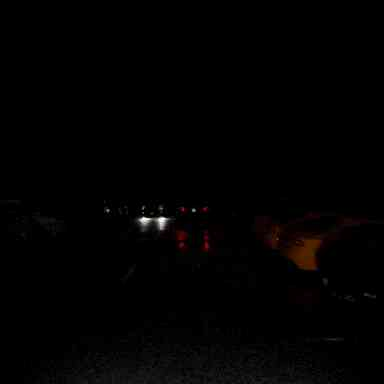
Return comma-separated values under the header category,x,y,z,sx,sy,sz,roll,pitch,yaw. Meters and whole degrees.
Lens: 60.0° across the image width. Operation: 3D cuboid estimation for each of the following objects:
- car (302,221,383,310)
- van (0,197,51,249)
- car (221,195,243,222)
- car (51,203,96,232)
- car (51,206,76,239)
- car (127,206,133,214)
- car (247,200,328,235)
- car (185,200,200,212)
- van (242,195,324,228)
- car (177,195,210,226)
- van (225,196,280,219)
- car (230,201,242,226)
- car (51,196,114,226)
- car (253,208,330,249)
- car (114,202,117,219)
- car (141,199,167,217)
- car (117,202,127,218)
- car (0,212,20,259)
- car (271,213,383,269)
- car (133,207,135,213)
category,x,y,z,sx,sy,sz,roll,pitch,yaw
car,5.035,1.487,6.528,4.892,1.521,2.231,0,0,0
van,-7.922,1.265,12.264,4.442,1.987,1.878,0,0,0
car,5.072,1.259,25.917,5.566,2.045,2.435,0,0,0
car,-8.008,1.525,17.816,4.792,1.488,2.163,0,0,0
car,-8.035,1.533,15.040,4.674,1.452,2.002,0,0,0
car,-8.030,1.532,28.913,4.892,1.521,2.231,0,0,0
car,5.011,1.368,14.840,4.553,1.767,2.185,0,0,0
car,0.107,1.771,42.853,1.837,1.490,4.892,0,-1,0
van,5.159,1.270,17.610,4.442,1.987,1.878,0,0,0
car,0.104,1.248,23.597,2.150,2.045,5.566,0,0,0
van,5.162,1.304,28.809,4.442,1.987,1.878,0,0,0
car,5.037,1.499,20.380,4.892,1.521,2.231,0,0,0
car,-8.065,1.247,20.592,5.566,2.045,2.435,0,0,0
car,5.036,1.491,12.194,5.008,1.535,2.097,0,0,0
car,-8.005,1.377,23.364,4.553,1.767,2.185,0,0,0
car,-3.577,1.434,32.126,2.097,1.767,4.553,0,-1,0
car,-8.029,1.513,26.141,5.008,1.535,2.097,0,0,0
car,-8.033,1.488,9.487,5.008,1.535,2.097,0,0,0
car,5.036,1.488,9.298,5.008,1.535,2.097,0,0,0
car,-8.220,1.554,31.681,5.366,1.575,1.946,0,0,0
